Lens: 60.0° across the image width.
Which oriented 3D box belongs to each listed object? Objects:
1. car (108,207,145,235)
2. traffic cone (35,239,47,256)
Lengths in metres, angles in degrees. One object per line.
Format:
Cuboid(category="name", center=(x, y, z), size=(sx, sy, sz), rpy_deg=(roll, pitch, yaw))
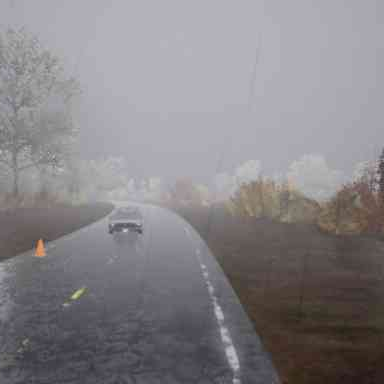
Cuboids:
Cuboid(category="car", center=(-3.783, 1.593, 19.601), size=(2.033, 1.411, 5.357), rpy_deg=(0, 0, -9))
Cuboid(category="traffic cone", center=(-5.447, 1.987, 11.959), size=(0.340, 0.580, 0.340), rpy_deg=(0, 0, -3))
